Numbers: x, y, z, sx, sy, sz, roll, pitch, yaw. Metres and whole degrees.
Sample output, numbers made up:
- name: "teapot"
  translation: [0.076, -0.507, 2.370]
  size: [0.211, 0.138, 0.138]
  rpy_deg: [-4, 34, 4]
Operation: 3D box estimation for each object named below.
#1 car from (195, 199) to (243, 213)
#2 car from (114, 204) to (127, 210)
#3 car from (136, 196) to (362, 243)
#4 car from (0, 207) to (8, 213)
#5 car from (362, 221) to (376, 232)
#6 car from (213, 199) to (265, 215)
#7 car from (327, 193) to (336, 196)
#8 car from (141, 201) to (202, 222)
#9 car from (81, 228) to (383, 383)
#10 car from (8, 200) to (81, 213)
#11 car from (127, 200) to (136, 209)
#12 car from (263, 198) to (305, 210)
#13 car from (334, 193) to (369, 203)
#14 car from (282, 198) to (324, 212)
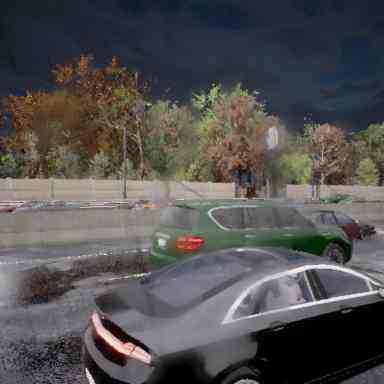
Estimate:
- name: "car"
  translation: [3.128, 1.548, 38.148]
  size: [5.357, 1.411, 2.033]
  rpy_deg: [0, 0, -30]
- name: "car"
  translation: [-5.301, 1.505, 33.188]
  size: [4.892, 1.490, 1.837]
  rpy_deg: [0, 0, -30]
- name: "car"
  translation: [1.647, 1.218, 8.629]
  size: [5.566, 2.045, 2.150]
  rpy_deg: [0, 0, -30]
- name: "car"
  translation: [-13.666, 1.478, 28.282]
  size: [5.008, 1.535, 1.882]
  rpy_deg: [0, 0, -30]
- name: "car"
  translation: [6.071, 1.547, 15.284]
  size: [5.357, 1.411, 2.033]
  rpy_deg: [0, 0, -29]
- name: "car"
  translation: [4.991, 1.548, 35.177]
  size: [5.357, 1.411, 2.033]
  rpy_deg: [0, 0, -31]
- name: "car"
  translation: [20.919, 1.228, 48.582]
  size: [5.566, 2.045, 2.150]
  rpy_deg: [0, 0, -30]
- name: "car"
  translation: [-1.628, 1.525, 27.218]
  size: [4.674, 1.442, 1.812]
  rpy_deg: [0, 0, -31]
- name: "car"
  translation: [1.156, 1.491, 4.282]
  size: [4.902, 1.511, 2.128]
  rpy_deg: [0, 0, -30]
- name: "car"
  translation: [-11.169, 1.492, 25.687]
  size: [4.902, 1.511, 2.128]
  rpy_deg: [0, 0, -30]
- name: "car"
  translation: [-3.192, 1.352, 30.371]
  size: [4.553, 1.767, 2.097]
  rpy_deg: [0, 0, -30]
- name: "car"
  translation: [12.001, 1.549, 43.350]
  size: [5.357, 1.411, 2.033]
  rpy_deg: [0, 0, -30]
- name: "car"
  translation: [21.899, 1.358, 45.103]
  size: [4.553, 1.767, 2.097]
  rpy_deg: [0, 0, -30]
- name: "car"
  translation: [13.388, 1.493, 40.107]
  size: [4.902, 1.511, 2.128]
  rpy_deg: [0, 0, -30]
